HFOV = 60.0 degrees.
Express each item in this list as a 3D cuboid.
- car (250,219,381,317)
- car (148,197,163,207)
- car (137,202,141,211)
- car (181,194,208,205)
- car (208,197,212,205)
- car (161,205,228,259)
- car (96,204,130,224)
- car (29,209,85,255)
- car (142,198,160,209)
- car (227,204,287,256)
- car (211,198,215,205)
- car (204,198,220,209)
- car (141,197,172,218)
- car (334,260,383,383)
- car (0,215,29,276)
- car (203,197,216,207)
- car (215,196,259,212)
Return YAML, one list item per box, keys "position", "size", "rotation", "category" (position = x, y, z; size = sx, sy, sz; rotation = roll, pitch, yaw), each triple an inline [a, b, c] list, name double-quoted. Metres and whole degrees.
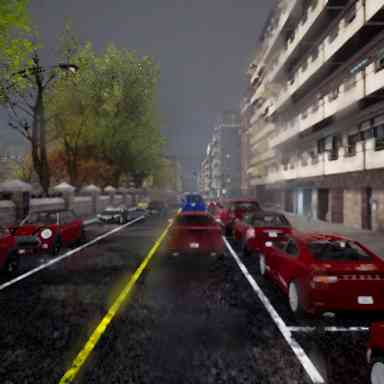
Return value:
- position: [2.694, 1.542, 7.398]
  size: [1.887, 1.381, 4.507]
  rotation: [0, 0, 0]
  category: "car"
- position: [-5.658, 1.523, 52.274]
  size: [1.752, 1.417, 4.829]
  rotation: [0, 0, 0]
  category: "car"
- position: [-5.665, 1.518, 41.013]
  size: [1.752, 1.417, 4.829]
  rotation: [0, 0, 0]
  category: "car"
- position: [0.115, 1.213, 31.754]
  size: [2.150, 2.045, 5.566]
  rotation: [0, 0, 0]
  category: "car"
- position: [2.715, 1.433, 41.178]
  size: [1.967, 1.590, 4.097]
  rotation: [0, 0, 0]
  category: "car"
- position: [0.094, 1.473, 12.639]
  size: [1.882, 1.535, 5.008]
  rotation: [0, 0, 0]
  category: "car"
- position: [-5.675, 1.543, 24.293]
  size: [2.008, 1.369, 4.403]
  rotation: [0, 0, 0]
  category: "car"
- position: [-5.683, 1.436, 13.031]
  size: [1.967, 1.590, 4.097]
  rotation: [0, 0, 0]
  category: "car"
- position: [-5.661, 1.545, 46.814]
  size: [2.008, 1.369, 4.403]
  rotation: [0, 0, 0]
  category: "car"
- position: [2.698, 1.435, 13.027]
  size: [1.967, 1.590, 4.097]
  rotation: [0, 0, 0]
  category: "car"
- position: [2.705, 1.432, 24.288]
  size: [1.967, 1.590, 4.097]
  rotation: [0, 0, 0]
  category: "car"
- position: [2.720, 1.560, 46.809]
  size: [1.947, 1.339, 4.313]
  rotation: [0, 0, 0]
  category: "car"
- position: [-3.081, 1.496, 29.841]
  size: [1.837, 1.490, 4.892]
  rotation: [0, 0, 0]
  category: "car"
- position: [2.691, 1.544, 1.767]
  size: [1.887, 1.381, 4.507]
  rotation: [0, 0, 0]
  category: "car"
- position: [-5.687, 1.437, 7.403]
  size: [1.967, 1.590, 4.097]
  rotation: [0, 0, 0]
  category: "car"
- position: [2.722, 1.523, 52.610]
  size: [1.752, 1.417, 4.829]
  rotation: [0, 0, 0]
  category: "car"
- position: [2.700, 1.309, 18.657]
  size: [2.192, 1.841, 5.009]
  rotation: [0, 0, 0]
  category: "car"
